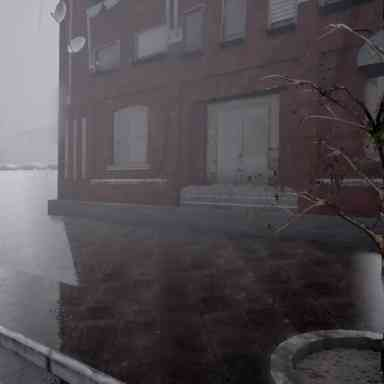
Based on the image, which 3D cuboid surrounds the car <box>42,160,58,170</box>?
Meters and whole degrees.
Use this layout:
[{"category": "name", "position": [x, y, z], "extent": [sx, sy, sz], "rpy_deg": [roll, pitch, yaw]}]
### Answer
[{"category": "car", "position": [-16.726, -3.372, 43.423], "extent": [4.553, 1.767, 2.185], "rpy_deg": [1, 1, 26]}]

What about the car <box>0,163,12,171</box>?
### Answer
[{"category": "car", "position": [-26.641, -3.431, 48.319], "extent": [4.674, 1.452, 2.002], "rpy_deg": [1, 1, 28]}]

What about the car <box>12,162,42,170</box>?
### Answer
[{"category": "car", "position": [-21.808, -3.369, 45.863], "extent": [4.892, 1.521, 2.231], "rpy_deg": [1, 1, 27]}]
